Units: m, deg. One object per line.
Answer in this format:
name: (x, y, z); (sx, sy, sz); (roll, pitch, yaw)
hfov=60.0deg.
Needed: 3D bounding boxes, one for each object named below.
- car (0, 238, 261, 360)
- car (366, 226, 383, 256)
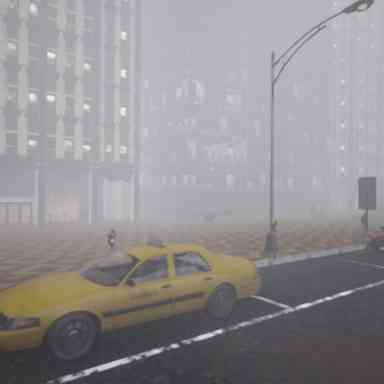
car: (-0.873, 1.550, 5.938); (4.829, 1.417, 1.752); (1, 0, -35)
car: (8.274, 1.679, 12.462); (4.507, 1.381, 1.887); (1, 0, -35)
